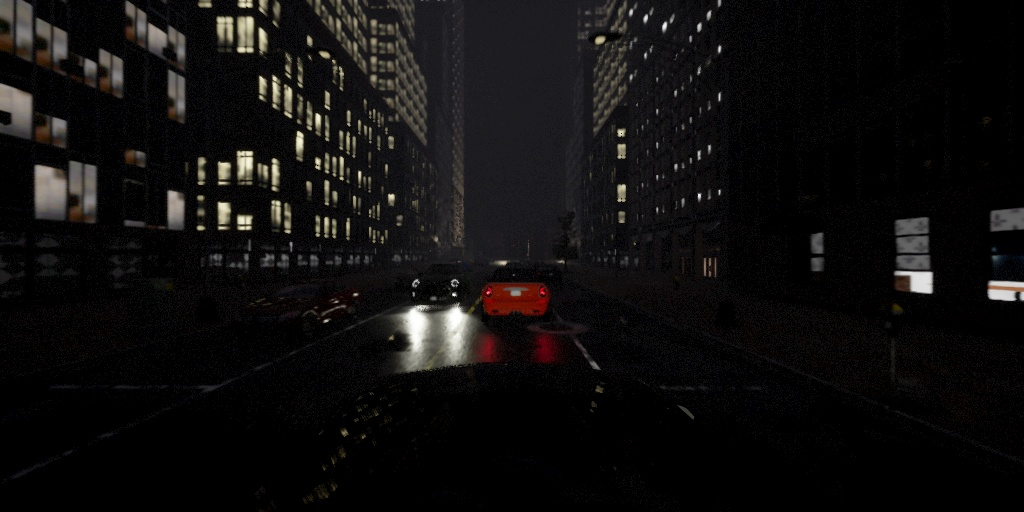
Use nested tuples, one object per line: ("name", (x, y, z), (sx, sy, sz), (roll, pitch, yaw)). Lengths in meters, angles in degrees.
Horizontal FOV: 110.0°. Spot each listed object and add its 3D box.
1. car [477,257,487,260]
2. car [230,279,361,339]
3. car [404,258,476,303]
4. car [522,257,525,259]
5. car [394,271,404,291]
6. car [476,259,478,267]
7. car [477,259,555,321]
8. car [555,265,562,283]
("car", (-5.600, 1.128, 61.263), (1.967, 1.591, 4.097), (0, 0, 0))
("car", (-5.681, 1.321, 10.032), (1.802, 1.307, 4.207), (0, 0, 0))
("car", (-3.072, 1.089, 16.320), (2.097, 1.767, 4.553), (0, 0, 0))
("car", (2.763, 1.151, 49.851), (1.967, 1.591, 4.097), (0, 0, 0))
("car", (-5.663, 1.281, 21.418), (2.007, 1.370, 4.403), (0, 0, 0))
("car", (-5.627, 1.291, 44.187), (1.802, 1.307, 4.207), (0, 0, 0))
("car", (0.113, 1.095, 12.511), (2.097, 1.767, 4.553), (0, 0, 0))
("car", (2.727, 1.300, 27.084), (1.948, 1.339, 4.313), (0, 0, 0))
